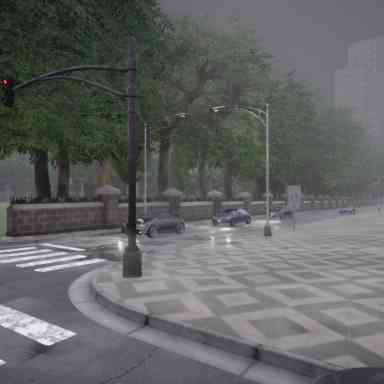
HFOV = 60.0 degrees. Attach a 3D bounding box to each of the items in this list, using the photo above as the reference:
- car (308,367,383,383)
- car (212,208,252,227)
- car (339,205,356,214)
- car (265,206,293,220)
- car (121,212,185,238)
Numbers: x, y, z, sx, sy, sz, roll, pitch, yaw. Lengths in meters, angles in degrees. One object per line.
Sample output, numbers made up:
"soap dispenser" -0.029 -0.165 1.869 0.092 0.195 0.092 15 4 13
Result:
"car" 2.475 1.551 1.202 4.403 1.369 2.008 0 0 35
"car" 3.498 2.071 28.272 1.812 1.442 4.674 0 -1 35
"car" 24.874 2.782 53.085 2.033 1.411 5.357 0 -1 34
"car" 9.812 2.268 37.221 2.128 1.511 4.902 0 -1 35
"car" -2.246 1.904 20.102 1.994 1.385 4.181 0 -1 36
